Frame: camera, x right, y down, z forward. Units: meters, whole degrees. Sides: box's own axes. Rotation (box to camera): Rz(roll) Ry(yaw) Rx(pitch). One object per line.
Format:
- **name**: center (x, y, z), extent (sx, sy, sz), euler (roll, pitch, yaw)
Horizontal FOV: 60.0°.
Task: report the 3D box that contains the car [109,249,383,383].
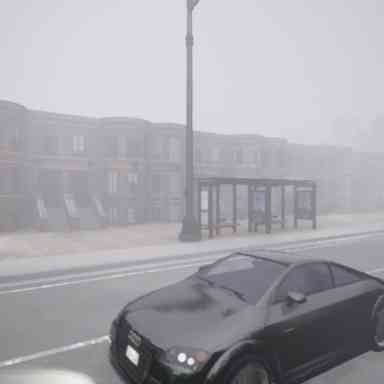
- **car**: center (1.021, 1.563, 4.664), extent (4.181, 1.385, 1.994), euler (0, 0, -34)
